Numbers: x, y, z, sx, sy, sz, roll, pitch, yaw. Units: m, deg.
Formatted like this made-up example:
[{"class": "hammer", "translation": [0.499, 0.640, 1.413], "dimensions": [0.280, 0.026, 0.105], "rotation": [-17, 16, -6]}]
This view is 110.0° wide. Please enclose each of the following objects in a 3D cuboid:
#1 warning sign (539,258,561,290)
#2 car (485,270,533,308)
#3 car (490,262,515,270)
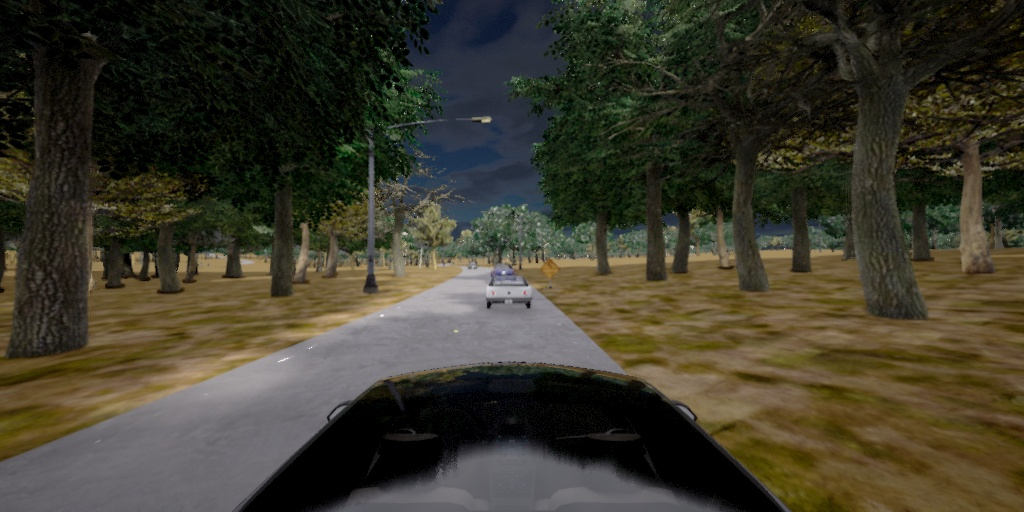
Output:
[{"class": "warning sign", "translation": [2.309, 1.064, 21.496], "dimensions": [1.300, 1.860, 1.060], "rotation": [0, 0, -2]}, {"class": "car", "translation": [-0.167, 1.493, 16.044], "dimensions": [1.895, 1.301, 4.718], "rotation": [0, -1, -1]}, {"class": "car", "translation": [-0.788, 1.393, 31.045], "dimensions": [2.097, 1.767, 4.553], "rotation": [0, -1, -3]}]
